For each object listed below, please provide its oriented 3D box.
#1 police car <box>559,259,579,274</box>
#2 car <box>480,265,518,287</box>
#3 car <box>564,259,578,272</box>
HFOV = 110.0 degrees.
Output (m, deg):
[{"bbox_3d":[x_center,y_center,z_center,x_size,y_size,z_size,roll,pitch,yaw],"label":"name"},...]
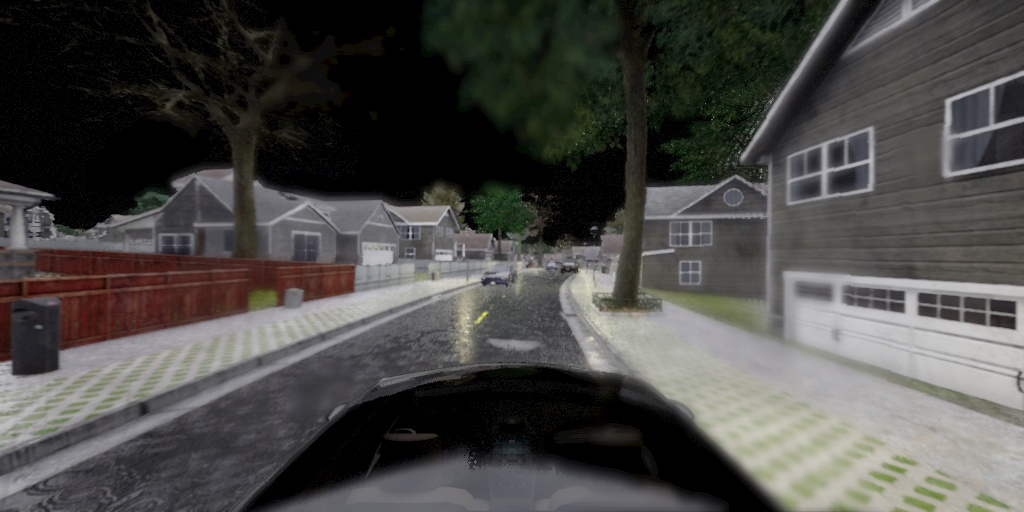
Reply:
[{"bbox_3d":[7.529,1.491,47.353,1.930,1.638,5.238,0,-1,12],"label":"police car"},{"bbox_3d":[-0.755,1.328,25.233,2.033,1.411,5.357,0,0,10],"label":"car"},{"bbox_3d":[9.466,1.461,57.140,2.150,2.045,5.566,0,-1,11],"label":"car"}]
